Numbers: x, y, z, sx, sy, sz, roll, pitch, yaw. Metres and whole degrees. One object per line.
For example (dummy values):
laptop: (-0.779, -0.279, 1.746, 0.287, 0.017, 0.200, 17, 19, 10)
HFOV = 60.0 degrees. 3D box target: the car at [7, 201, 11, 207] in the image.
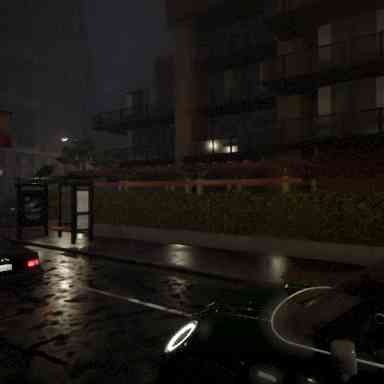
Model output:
car: (-24.563, 1.476, 49.090, 1.882, 1.535, 5.008, 0, 0, 35)

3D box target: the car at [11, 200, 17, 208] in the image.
car: (-22.065, 1.504, 46.547, 1.837, 1.490, 4.892, 0, 0, 36)

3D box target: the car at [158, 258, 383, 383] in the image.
car: (1.882, 1.352, 2.662, 4.553, 1.767, 2.097, 0, 0, 35)

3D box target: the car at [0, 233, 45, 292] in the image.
car: (-5.735, 1.547, 8.039, 5.357, 1.411, 2.033, 0, 0, 36)
